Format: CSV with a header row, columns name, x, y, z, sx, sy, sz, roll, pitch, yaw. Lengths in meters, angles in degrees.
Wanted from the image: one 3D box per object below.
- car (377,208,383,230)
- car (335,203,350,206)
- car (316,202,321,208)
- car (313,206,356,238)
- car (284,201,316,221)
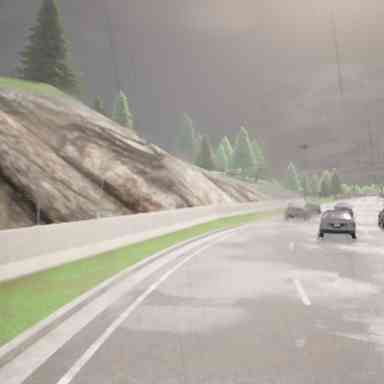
name,x,y,z,sx,sy,sz,roll,pitch,yaw
car,13.958,1.721,22.836,1.882,1.535,5.008,0,0,25
car,15.922,1.882,35.155,1.812,1.442,4.674,0,0,26
car,14.395,1.886,40.057,2.128,1.511,4.902,0,0,26
car,8.304,1.739,18.999,2.033,1.411,5.357,0,-1,24
car,9.622,1.784,30.118,2.128,1.511,4.902,0,-1,25
